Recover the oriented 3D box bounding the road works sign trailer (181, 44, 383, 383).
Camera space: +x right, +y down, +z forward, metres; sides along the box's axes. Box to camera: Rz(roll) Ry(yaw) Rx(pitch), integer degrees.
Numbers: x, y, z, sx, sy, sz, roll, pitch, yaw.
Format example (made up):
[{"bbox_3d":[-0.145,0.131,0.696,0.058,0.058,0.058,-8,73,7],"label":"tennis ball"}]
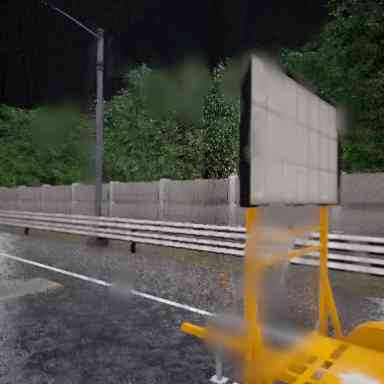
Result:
[{"bbox_3d":[0.990,0.553,3.703,2.880,3.560,2.380,0,-1,40],"label":"road works sign trailer"}]
